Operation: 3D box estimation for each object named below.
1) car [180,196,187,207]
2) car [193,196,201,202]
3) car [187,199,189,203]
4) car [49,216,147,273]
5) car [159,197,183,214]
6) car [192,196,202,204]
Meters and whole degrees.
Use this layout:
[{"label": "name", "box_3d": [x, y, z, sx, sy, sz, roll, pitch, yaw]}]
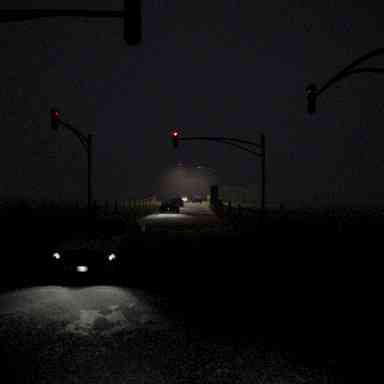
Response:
[{"label": "car", "box_3d": [-2.161, 1.532, 49.044, 1.812, 1.442, 4.674, 0, 0, 1]}, {"label": "car", "box_3d": [1.124, 1.610, 75.917, 1.895, 1.301, 4.718, 0, 0, 1]}, {"label": "car", "box_3d": [-1.787, 1.537, 67.295, 1.812, 1.442, 4.674, 0, 0, 1]}, {"label": "car", "box_3d": [-2.660, 1.517, 10.847, 2.033, 1.411, 5.357, 1, 0, 1]}, {"label": "car", "box_3d": [-2.370, 1.567, 35.961, 1.994, 1.385, 4.181, 0, 0, 1]}, {"label": "car", "box_3d": [1.059, 1.489, 65.883, 1.882, 1.535, 5.008, 0, 0, 1]}]
